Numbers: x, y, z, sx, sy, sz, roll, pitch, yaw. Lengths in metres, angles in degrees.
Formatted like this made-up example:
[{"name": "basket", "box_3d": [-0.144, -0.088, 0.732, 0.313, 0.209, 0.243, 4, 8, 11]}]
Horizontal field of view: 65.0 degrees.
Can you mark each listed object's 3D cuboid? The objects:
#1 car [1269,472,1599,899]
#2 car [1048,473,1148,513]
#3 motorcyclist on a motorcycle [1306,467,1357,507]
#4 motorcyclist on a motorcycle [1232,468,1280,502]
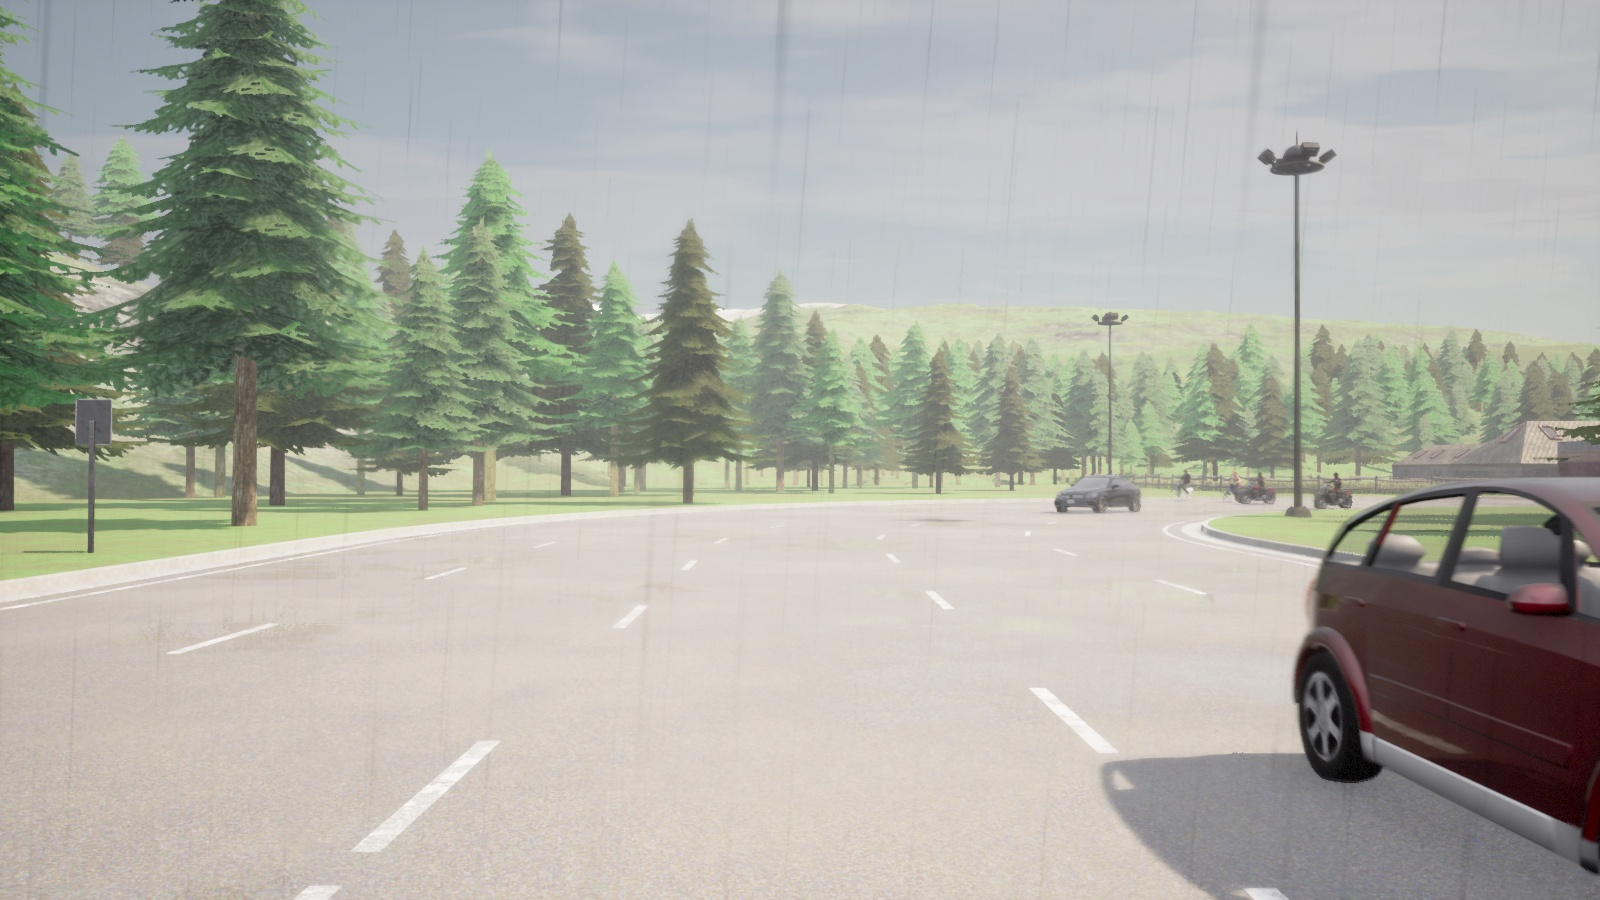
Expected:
[{"name": "car", "box_3d": [3.485, 0.864, 5.052, 1.789, 1.549, 3.705, 0, -1, 0]}, {"name": "car", "box_3d": [11.491, 1.602, 48.218, 1.812, 1.442, 4.674, -1, -1, 40]}, {"name": "motorcyclist on a motorcycle", "box_3d": [22.645, 1.570, 53.497, 2.350, 1.649, 0.766, 0, -1, -31]}, {"name": "motorcyclist on a motorcycle", "box_3d": [22.256, 1.703, 61.310, 2.350, 1.649, 0.766, 0, -1, -27]}]
